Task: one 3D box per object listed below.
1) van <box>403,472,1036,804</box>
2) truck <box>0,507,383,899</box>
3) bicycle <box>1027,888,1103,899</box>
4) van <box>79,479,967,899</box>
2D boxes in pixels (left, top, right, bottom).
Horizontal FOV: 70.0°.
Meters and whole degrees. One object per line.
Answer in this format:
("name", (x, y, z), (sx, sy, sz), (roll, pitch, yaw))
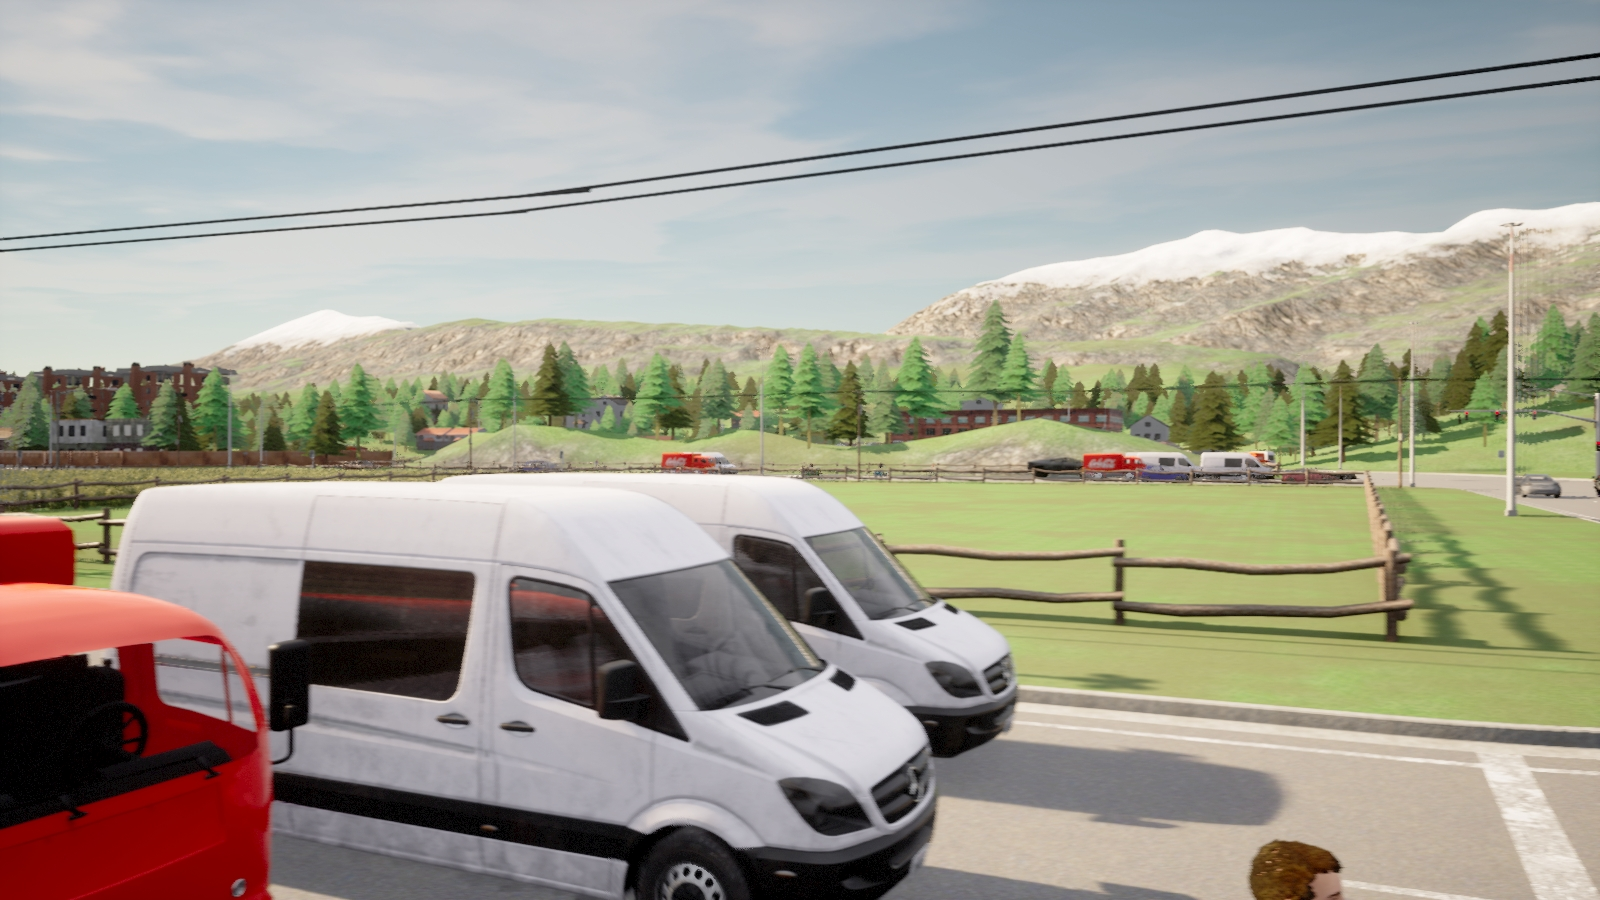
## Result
("van", (-0.860, 1.532, 11.161), (5.915, 2.561, 1.988), (0, 0, 23))
("truck", (-4.922, 1.565, 5.335), (5.204, 2.467, 2.627), (0, 0, 24))
("bicycle", (1.357, 2.055, 2.877), (1.643, 1.496, 0.373), (1, 0, 25))
("van", (-2.000, 1.533, 7.839), (5.915, 2.561, 1.988), (0, 0, 23))
